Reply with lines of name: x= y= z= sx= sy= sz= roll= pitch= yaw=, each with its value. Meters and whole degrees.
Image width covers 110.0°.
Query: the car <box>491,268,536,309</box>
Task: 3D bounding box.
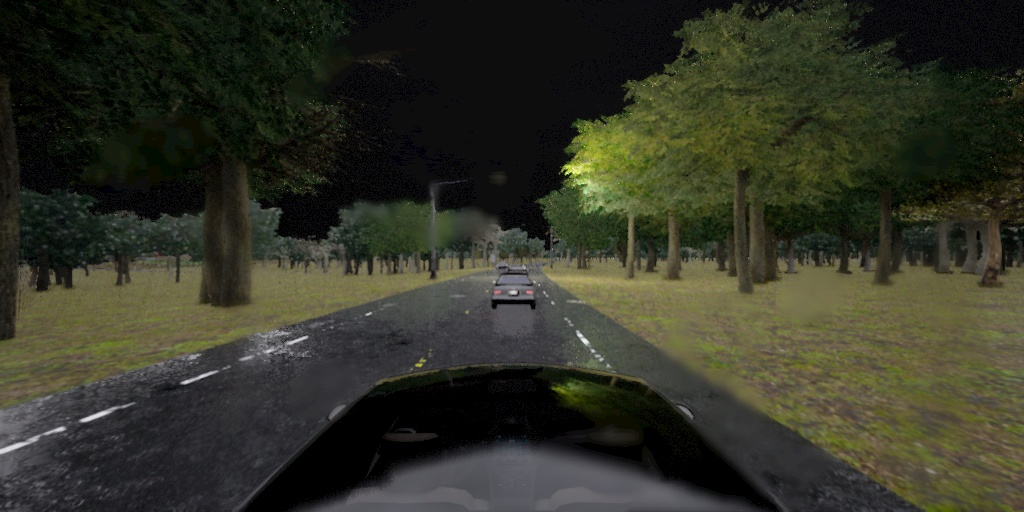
car: x=0.093 y=1.427 z=15.782 sx=2.033 sy=1.411 sz=5.357 roll=0 pitch=-1 yaw=1

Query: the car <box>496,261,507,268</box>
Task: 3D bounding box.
car: x=-1.577 y=1.672 z=62.147 sx=2.097 sy=1.767 sz=4.553 roll=0 pitch=-1 yaw=4

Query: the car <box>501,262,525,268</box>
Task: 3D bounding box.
car: x=0.447 y=1.515 z=31.060 sx=2.128 sy=1.511 sz=4.902 roll=0 pitch=0 yaw=2
